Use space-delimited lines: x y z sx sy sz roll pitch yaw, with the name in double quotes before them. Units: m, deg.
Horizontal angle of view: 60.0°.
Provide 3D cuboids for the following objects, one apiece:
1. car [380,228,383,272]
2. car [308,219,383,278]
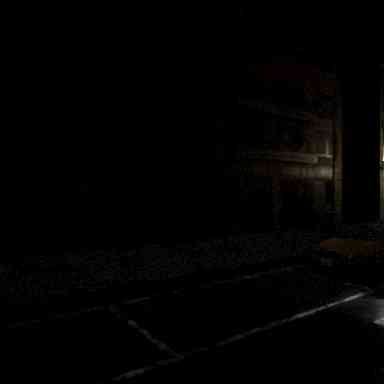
"car" 6.961 1.547 8.042 5.357 1.411 2.033 0 0 -36
"car" 5.490 1.525 10.126 4.829 1.417 1.752 0 0 -36
